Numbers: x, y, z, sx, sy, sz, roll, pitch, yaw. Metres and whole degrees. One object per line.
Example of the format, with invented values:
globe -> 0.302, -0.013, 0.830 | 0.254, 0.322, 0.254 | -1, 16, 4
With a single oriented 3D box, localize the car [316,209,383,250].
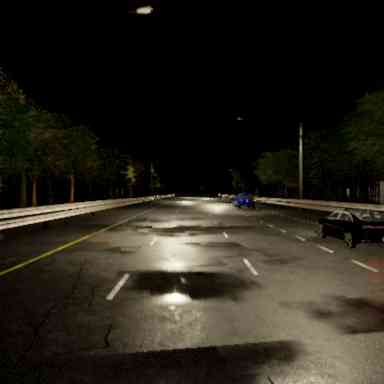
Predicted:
car -> 7.004, 1.495, 14.413 | 2.128, 1.511, 4.902 | 0, 0, 0

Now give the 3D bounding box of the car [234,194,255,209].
car -> 7.009, 1.236, 44.842 | 2.150, 2.045, 5.566 | 0, 0, 0

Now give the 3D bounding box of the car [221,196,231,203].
car -> 7.038, 1.572, 68.840 | 1.812, 1.442, 4.674 | 0, 0, 0
